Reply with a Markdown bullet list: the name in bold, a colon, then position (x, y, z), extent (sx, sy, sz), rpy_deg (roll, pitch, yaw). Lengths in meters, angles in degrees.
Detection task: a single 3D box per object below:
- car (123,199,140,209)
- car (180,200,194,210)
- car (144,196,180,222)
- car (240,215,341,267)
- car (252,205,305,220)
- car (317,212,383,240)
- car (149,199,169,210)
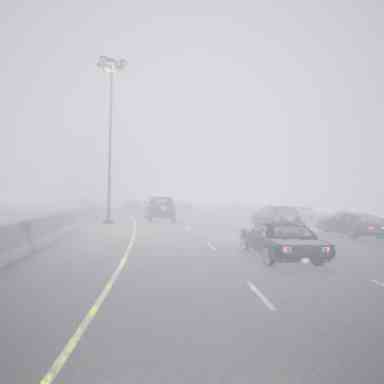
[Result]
- **car**: position (-8.990, 1.751, 49.734), extent (1.994, 1.385, 4.181), rpy_deg (1, 0, -20)
- **car**: position (-1.185, 1.895, 48.366), extent (1.994, 1.385, 4.181), rpy_deg (1, 0, -19)
- **car**: position (-2.755, 1.372, 27.800), extent (2.150, 2.045, 5.566), rpy_deg (2, 0, -12)
- **car**: position (3.142, 1.752, 12.079), extent (1.895, 1.301, 4.718), rpy_deg (1, 0, -6)
- **car**: position (5.298, 1.611, 21.152), extent (2.097, 1.767, 4.553), rpy_deg (1, 0, -9)
- **car**: position (9.293, 1.873, 19.288), extent (2.033, 1.411, 5.357), rpy_deg (1, 0, -8)
- **car**: position (-4.901, 1.786, 48.726), extent (1.812, 1.442, 4.674), rpy_deg (2, 0, -19)
